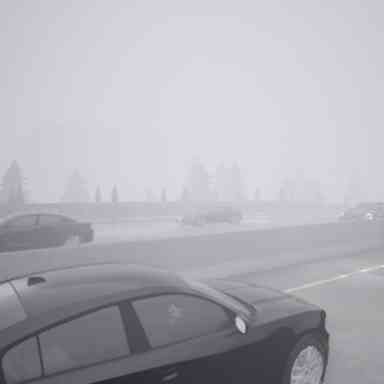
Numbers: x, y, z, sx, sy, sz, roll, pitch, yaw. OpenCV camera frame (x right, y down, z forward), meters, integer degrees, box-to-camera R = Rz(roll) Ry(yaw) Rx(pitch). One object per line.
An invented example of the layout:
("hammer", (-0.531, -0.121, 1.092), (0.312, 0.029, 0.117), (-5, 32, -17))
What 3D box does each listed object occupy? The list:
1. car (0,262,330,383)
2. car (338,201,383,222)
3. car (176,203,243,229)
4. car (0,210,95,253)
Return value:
("car", (-0.642, 1.479, 3.290), (5.008, 1.535, 1.882), (0, 0, -35))
("car", (10.975, 1.378, 20.410), (4.553, 1.767, 2.097), (0, 0, -35))
("car", (1.217, 1.508, 22.051), (4.902, 1.511, 2.128), (0, 0, -35))
("car", (-6.227, 1.481, 12.448), (5.008, 1.535, 1.882), (0, 0, -35))
